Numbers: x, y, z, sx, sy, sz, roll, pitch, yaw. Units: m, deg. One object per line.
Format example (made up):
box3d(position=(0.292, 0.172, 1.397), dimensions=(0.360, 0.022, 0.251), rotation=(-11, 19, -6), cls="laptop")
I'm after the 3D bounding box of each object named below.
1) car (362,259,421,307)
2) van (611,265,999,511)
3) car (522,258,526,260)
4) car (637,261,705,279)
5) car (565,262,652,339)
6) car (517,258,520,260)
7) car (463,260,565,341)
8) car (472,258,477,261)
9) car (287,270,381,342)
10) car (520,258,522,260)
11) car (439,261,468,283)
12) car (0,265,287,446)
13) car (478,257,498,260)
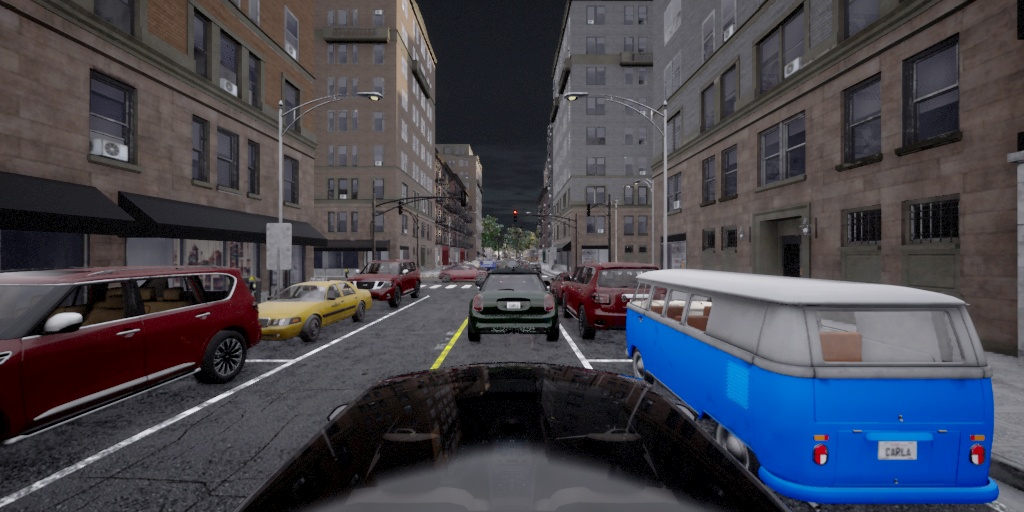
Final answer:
box3d(position=(-5.422, 1.069, 15.648), dimensions=(2.192, 1.841, 5.009), rotation=(0, 0, 0), cls="car")
box3d(position=(2.634, 1.092, 4.302), dimensions=(1.690, 1.789, 3.998), rotation=(0, 0, 0), cls="van")
box3d(position=(2.566, 1.310, 48.149), dimensions=(1.888, 1.381, 4.507), rotation=(0, 0, 0), cls="car")
box3d(position=(13.586, 1.182, 30.830), dimensions=(4.902, 1.511, 2.128), rotation=(0, 0, 0), cls="car")
box3d(position=(2.626, 1.067, 9.980), dimensions=(2.192, 1.841, 5.009), rotation=(0, 0, 0), cls="car")
box3d(position=(0.018, 1.332, 54.857), dimensions=(1.994, 1.385, 4.181), rotation=(0, 0, 0), cls="car")
box3d(position=(0.021, 1.105, 10.017), dimensions=(2.097, 1.767, 4.553), rotation=(0, 0, 0), cls="car")
box3d(position=(-5.478, 1.288, 42.485), dimensions=(1.751, 1.417, 4.829), rotation=(0, 0, 0), cls="car")
box3d(position=(-5.411, 1.278, 9.799), dimensions=(1.751, 1.417, 4.829), rotation=(0, 0, 0), cls="car")
box3d(position=(2.558, 1.318, 53.631), dimensions=(2.007, 1.370, 4.403), rotation=(0, 0, 0), cls="car")
box3d(position=(-3.532, 1.329, 27.830), dimensions=(4.181, 1.385, 1.994), rotation=(0, 0, 0), cls="car")
box3d(position=(-5.402, 1.066, 4.291), dimensions=(2.192, 1.841, 5.009), rotation=(0, 0, 0), cls="car")
box3d(position=(-2.907, 1.241, 42.902), dimensions=(1.882, 1.535, 5.008), rotation=(0, 0, 0), cls="car")
